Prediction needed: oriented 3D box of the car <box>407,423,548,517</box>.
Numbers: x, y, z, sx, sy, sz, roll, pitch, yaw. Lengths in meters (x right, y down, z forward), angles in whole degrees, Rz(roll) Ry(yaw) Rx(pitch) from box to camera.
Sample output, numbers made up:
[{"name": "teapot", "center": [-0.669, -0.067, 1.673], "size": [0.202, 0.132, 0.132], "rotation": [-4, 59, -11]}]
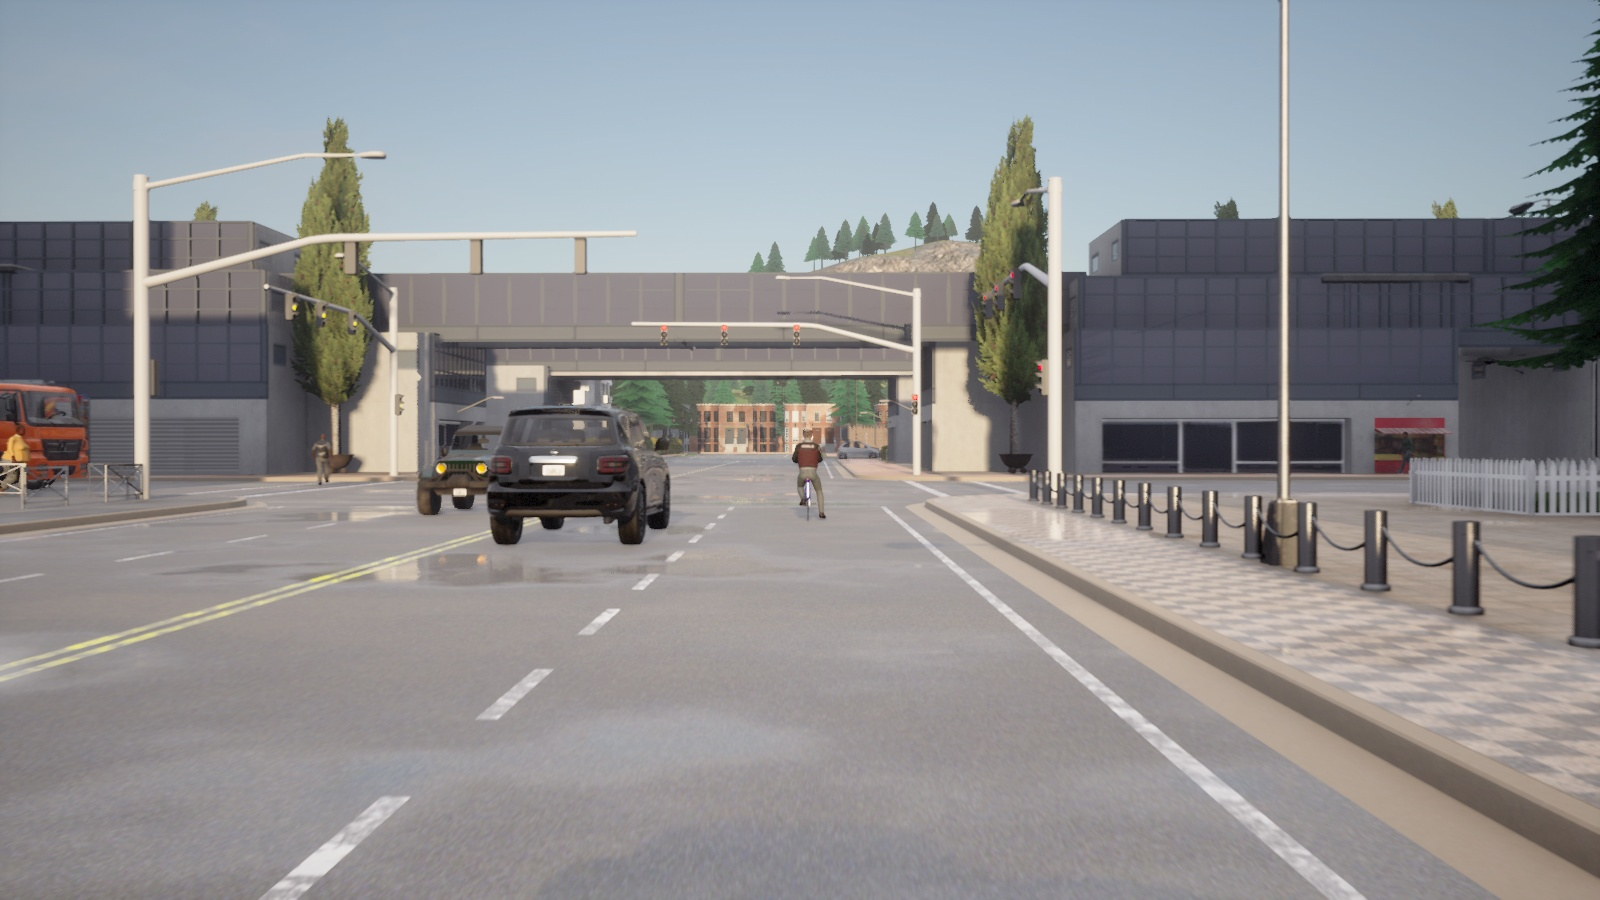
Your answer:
[{"name": "car", "center": [-6.816, 0.385, 26.955], "size": [1.905, 1.878, 3.866], "rotation": [0, 0, 2]}]

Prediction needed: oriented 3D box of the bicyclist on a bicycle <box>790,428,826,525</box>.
[{"name": "bicyclist on a bicycle", "center": [0.152, 0.481, 24.114], "size": [0.659, 1.776, 1.843], "rotation": [0, 1, 0]}]

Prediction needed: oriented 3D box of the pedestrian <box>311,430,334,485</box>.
[{"name": "pedestrian", "center": [-16.636, 0.265, 43.759], "size": [0.563, 1.883, 0.849], "rotation": [0, 0, -7]}]

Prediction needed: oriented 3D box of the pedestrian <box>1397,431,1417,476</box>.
[{"name": "pedestrian", "center": [24.993, 0.134, 51.700], "size": [0.614, 1.847, 0.353], "rotation": [0, 0, -2]}]

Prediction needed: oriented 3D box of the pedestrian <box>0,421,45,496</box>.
[{"name": "pedestrian", "center": [-19.792, 0.210, 31.744], "size": [0.900, 1.855, 0.874], "rotation": [0, 0, 0]}]

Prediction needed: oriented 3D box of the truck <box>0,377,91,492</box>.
[{"name": "truck", "center": [-27.095, -0.480, 39.547], "size": [7.936, 3.462, 2.891], "rotation": [0, 0, 2]}]

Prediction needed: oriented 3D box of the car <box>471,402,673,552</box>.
[{"name": "car", "center": [-3.372, 0.351, 19.835], "size": [2.150, 2.045, 5.566], "rotation": [0, 0, 0]}]

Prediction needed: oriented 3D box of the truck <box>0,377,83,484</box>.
[{"name": "truck", "center": [-31.681, -0.707, 46.695], "size": [8.468, 3.827, 2.891], "rotation": [0, 0, 2]}]
